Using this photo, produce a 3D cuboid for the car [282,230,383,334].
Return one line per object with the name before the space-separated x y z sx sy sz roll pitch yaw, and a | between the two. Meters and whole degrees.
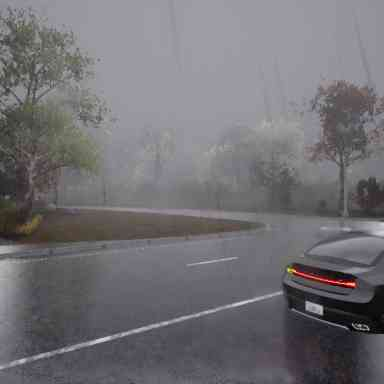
car | 3.812 1.505 6.438 4.892 1.490 1.837 0 0 -36
